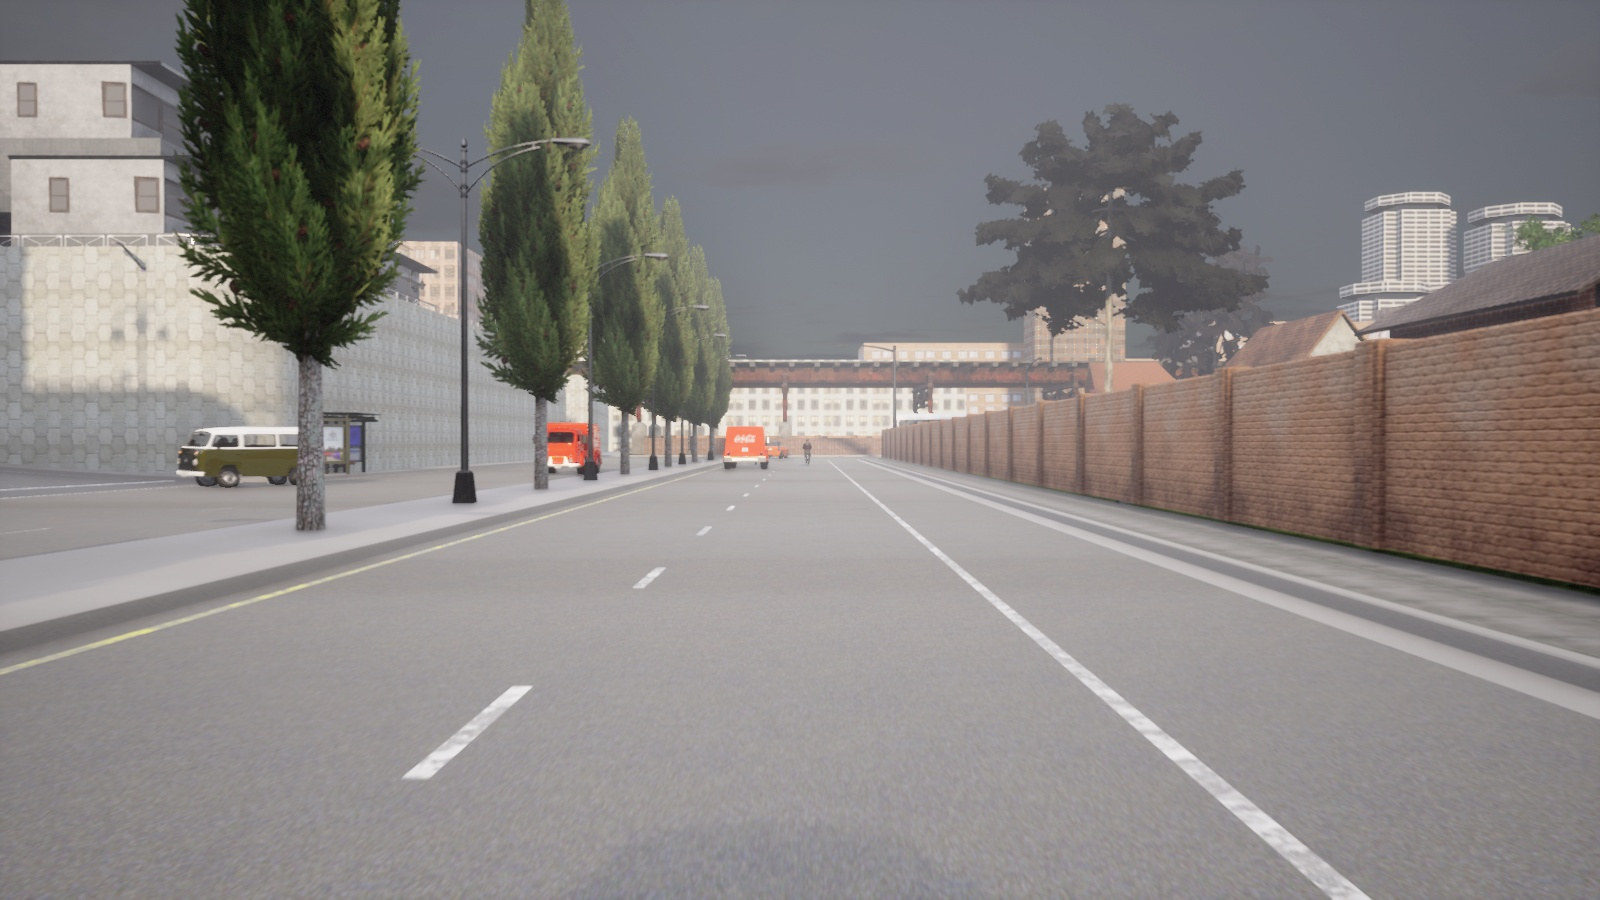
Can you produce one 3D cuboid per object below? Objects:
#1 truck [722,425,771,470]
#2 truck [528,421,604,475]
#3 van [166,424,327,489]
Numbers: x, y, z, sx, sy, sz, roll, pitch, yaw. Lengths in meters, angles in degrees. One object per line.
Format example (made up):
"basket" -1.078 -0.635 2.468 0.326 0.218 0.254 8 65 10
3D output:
"truck" -3.069 -0.154 73.043 2.627 2.467 5.204 0 0 0
"truck" -11.142 -0.089 60.255 2.627 2.467 5.204 0 0 0
"van" -18.574 0.193 42.292 2.069 2.038 4.480 2 1 41
